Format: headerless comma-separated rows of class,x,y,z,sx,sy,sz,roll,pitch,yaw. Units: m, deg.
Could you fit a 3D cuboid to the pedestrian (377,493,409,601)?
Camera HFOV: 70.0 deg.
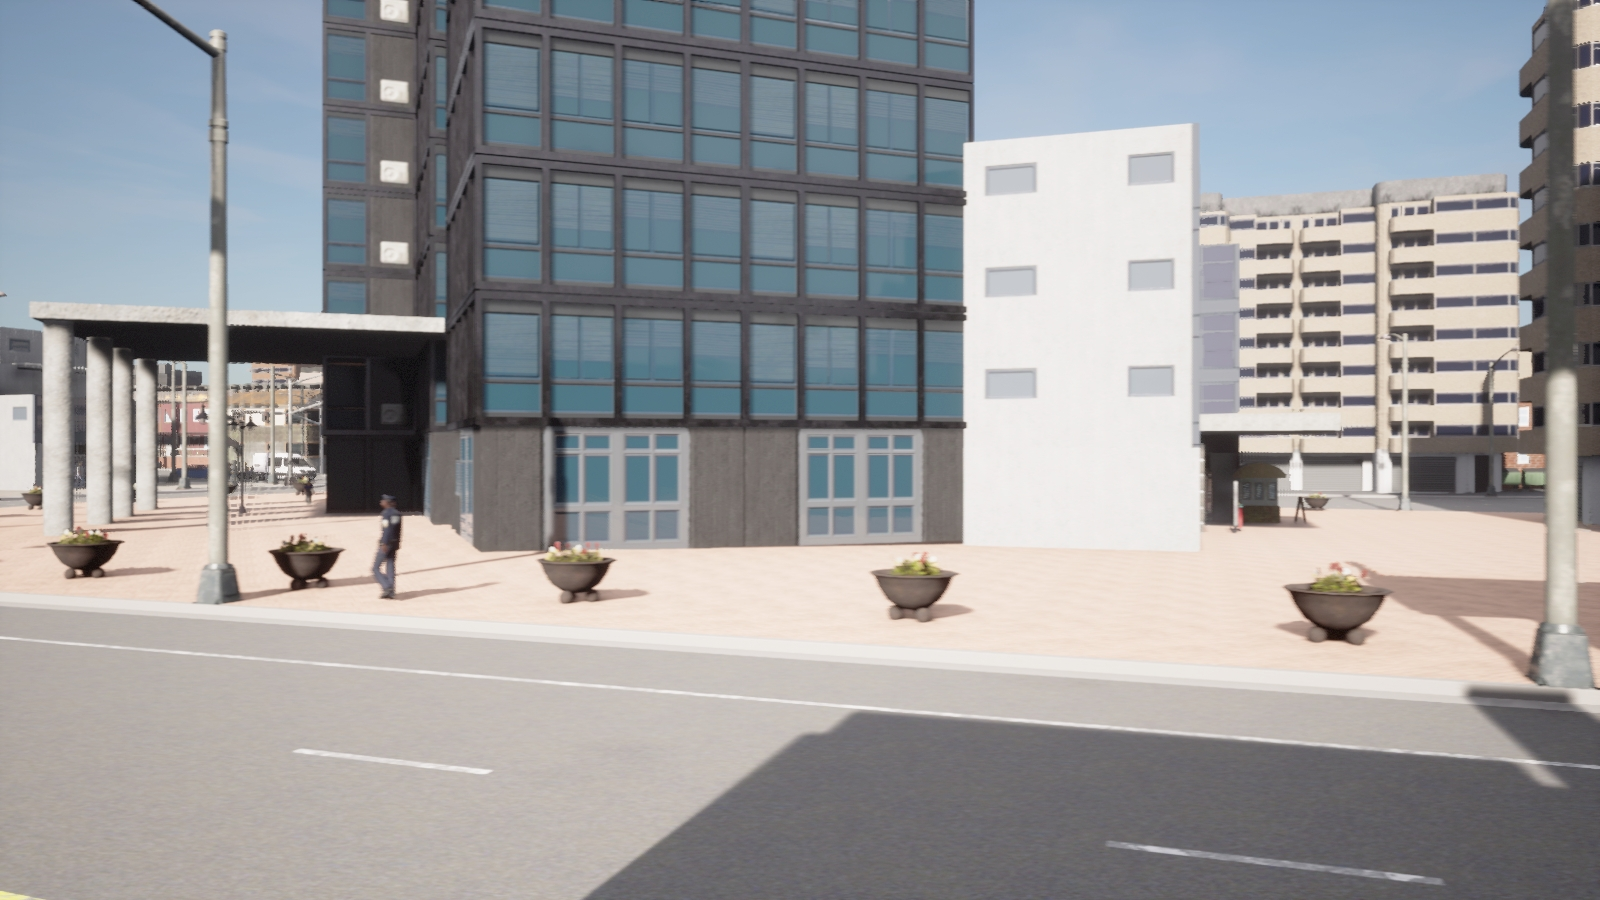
pedestrian,-7.145,1.695,20.067,0.375,1.860,0.375,0,0,24

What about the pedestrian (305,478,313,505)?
pedestrian,-24.339,2.049,56.631,0.375,1.300,0.375,0,0,-22
